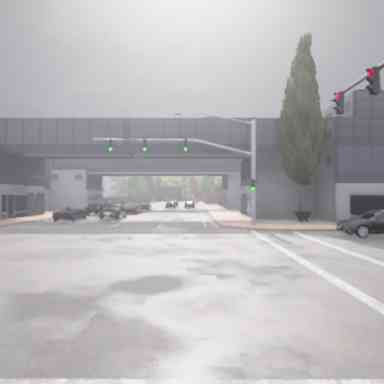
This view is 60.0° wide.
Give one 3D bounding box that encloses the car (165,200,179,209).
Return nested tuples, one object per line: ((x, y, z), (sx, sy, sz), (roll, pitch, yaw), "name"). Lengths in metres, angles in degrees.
((-3.965, 2.376, 62.276), (2.033, 1.411, 5.357), (0, -1, 0), "car")

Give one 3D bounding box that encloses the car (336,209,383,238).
((10.705, 1.756, 18.754), (4.892, 1.490, 1.837), (0, -1, 1), "car")

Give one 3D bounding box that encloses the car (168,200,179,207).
((-3.901, 2.402, 71.964), (2.128, 1.511, 4.902), (0, -1, 0), "car")

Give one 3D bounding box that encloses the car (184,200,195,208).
((-0.456, 2.410, 63.582), (1.994, 1.385, 4.181), (0, -1, 0), "car")

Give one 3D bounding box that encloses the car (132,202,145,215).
((-7.684, 2.044, 42.506), (1.882, 1.535, 5.008), (0, -1, 0), "car")

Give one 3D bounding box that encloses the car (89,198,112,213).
((-11.189, 1.765, 40.812), (2.150, 2.045, 5.566), (0, -1, 0), "car")

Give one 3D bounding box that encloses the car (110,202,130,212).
((-11.121, 2.236, 51.757), (2.033, 1.411, 5.357), (0, -1, 0), "car")

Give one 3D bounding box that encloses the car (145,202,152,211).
((-7.611, 2.301, 52.626), (1.895, 1.301, 4.718), (0, -1, 1), "car")

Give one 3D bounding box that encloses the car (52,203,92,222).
((-11.264, 2.015, 31.042), (1.895, 1.301, 4.718), (0, -1, 0), "car")

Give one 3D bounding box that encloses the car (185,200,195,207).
((-0.401, 2.419, 71.868), (1.994, 1.385, 4.181), (0, -1, 0), "car")

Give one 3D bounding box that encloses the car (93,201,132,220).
((-7.738, 1.931, 33.003), (2.128, 1.511, 4.902), (0, -1, 2), "car")
